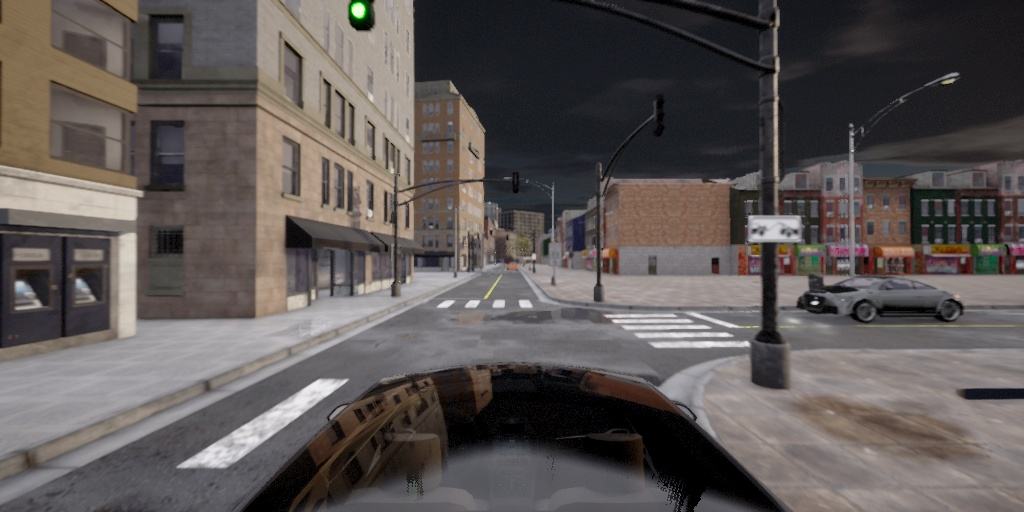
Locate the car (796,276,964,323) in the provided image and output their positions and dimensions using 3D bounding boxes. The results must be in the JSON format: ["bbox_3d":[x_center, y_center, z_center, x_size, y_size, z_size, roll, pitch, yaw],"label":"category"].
[{"bbox_3d":[12.051,1.367,11.934,4.181,1.385,1.994,0,0,0],"label":"car"}]
